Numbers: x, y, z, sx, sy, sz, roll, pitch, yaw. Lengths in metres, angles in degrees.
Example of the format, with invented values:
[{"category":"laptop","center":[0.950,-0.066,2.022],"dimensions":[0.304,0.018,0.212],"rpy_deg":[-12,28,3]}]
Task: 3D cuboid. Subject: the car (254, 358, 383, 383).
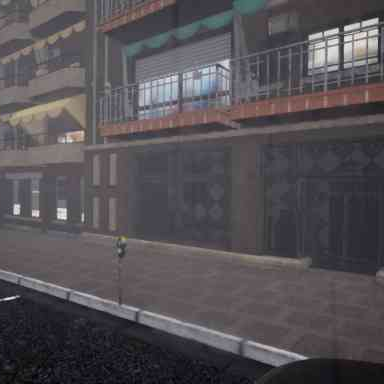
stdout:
[{"category":"car","center":[2.147,1.551,1.326],"dimensions":[4.403,1.369,2.008],"rpy_deg":[0,1,36]}]
